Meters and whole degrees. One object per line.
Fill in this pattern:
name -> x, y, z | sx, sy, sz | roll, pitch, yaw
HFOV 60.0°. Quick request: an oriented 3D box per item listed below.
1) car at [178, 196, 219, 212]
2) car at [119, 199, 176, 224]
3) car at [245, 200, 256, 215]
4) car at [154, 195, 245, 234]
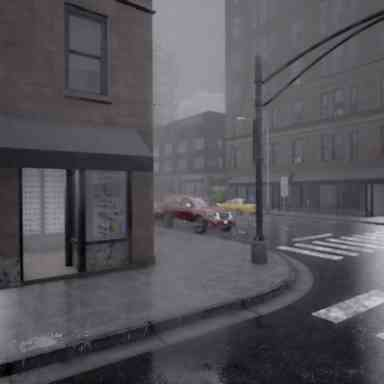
car -> 0.548, 1.137, 31.963 | 1.802, 1.307, 4.206 | 0, 1, -36
car -> -3.097, 1.251, 22.512 | 1.887, 1.381, 4.507 | 0, 1, -36
car -> 3.686, 1.156, 27.677 | 1.752, 1.417, 4.829 | 0, 1, -36
car -> 0.144, 1.101, 18.088 | 2.192, 1.841, 5.009 | 0, 1, -36
